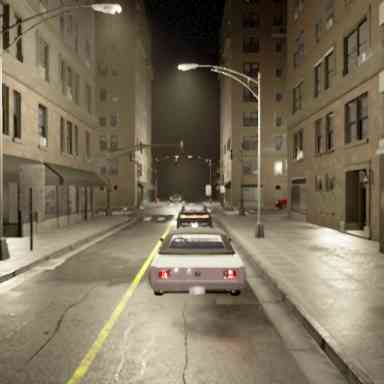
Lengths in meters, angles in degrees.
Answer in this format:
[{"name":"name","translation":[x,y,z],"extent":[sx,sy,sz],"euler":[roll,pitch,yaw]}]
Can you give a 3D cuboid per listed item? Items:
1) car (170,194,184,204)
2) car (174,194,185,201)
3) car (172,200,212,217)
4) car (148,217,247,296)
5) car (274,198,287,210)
[{"name":"car","translation":[-2.829,1.121,59.703],"extent":[2.097,1.767,4.553],"euler":[0,0,0]},{"name":"car","translation":[-2.779,1.249,74.731],"extent":[2.128,1.511,4.902],"euler":[0,0,0]},{"name":"car","translation":[0.099,1.407,18.704],"extent":[2.128,1.511,4.902],"euler":[0,0,-1]},{"name":"car","translation":[0.101,1.560,8.484],"extent":[1.895,1.301,4.718],"euler":[0,0,0]},{"name":"car","translation":[12.252,1.162,38.951],"extent":[5.009,1.841,2.192],"euler":[0,0,0]}]
